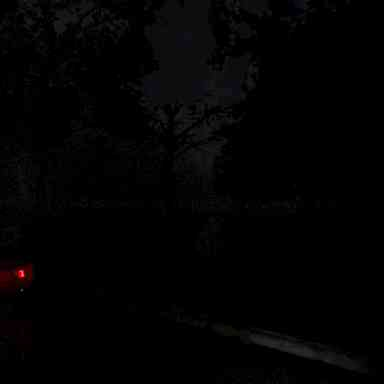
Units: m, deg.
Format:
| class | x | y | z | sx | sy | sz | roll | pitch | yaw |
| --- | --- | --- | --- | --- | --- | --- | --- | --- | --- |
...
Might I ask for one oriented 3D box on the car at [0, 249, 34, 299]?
| class | x | y | z | sx | sy | sz | roll | pitch | yaw |
| --- | --- | --- | --- | --- | --- | --- | --- | --- | --- |
| car | -5.604 | 1.673 | 7.398 | 4.718 | 1.301 | 1.895 | -1 | 0 | 36 |
